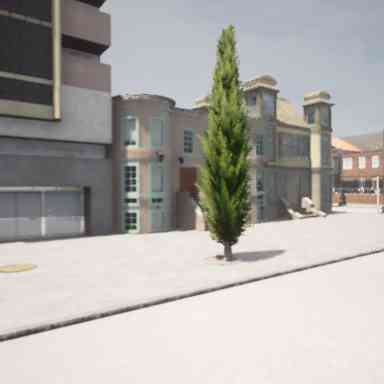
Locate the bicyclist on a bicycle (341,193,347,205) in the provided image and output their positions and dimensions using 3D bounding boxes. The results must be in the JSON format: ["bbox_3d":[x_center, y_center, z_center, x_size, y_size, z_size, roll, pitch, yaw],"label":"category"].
[{"bbox_3d":[19.741,0.971,43.368,1.656,1.620,0.582,-1,1,-36],"label":"bicyclist on a bicycle"}]
